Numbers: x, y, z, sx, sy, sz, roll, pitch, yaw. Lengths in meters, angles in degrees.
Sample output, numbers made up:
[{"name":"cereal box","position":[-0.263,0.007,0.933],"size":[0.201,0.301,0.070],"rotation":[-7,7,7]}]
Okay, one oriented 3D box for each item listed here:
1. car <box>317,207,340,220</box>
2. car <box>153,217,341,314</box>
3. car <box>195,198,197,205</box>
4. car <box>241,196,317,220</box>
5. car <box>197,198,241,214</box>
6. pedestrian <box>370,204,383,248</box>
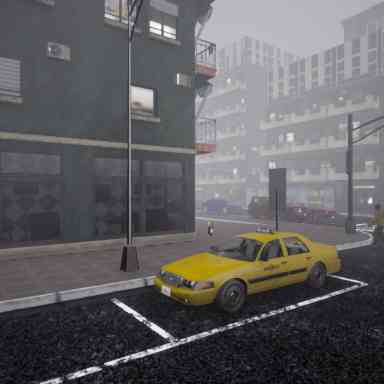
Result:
[{"name":"car","position":[9.071,1.552,26.256],"size":[1.895,1.301,4.718],"rotation":[0,0,-37]},{"name":"car","position":[1.475,1.525,7.612],"size":[4.829,1.417,1.752],"rotation":[0,0,-35]},{"name":"car","position":[-0.024,1.465,48.674],"size":[1.802,1.307,4.206],"rotation":[0,0,-36]},{"name":"car","position":[6.477,1.264,25.404],"size":[2.192,1.841,5.009],"rotation":[0,0,-36]},{"name":"car","position":[3.050,1.397,34.550],"size":[1.882,1.535,5.008],"rotation":[0,0,-36]},{"name":"pedestrian","position":[7.384,1.294,13.065],"size":[0.375,1.860,0.375],"rotation":[0,0,-35]}]
